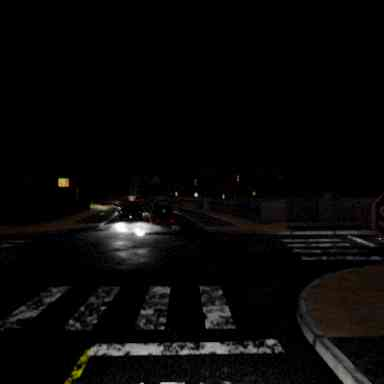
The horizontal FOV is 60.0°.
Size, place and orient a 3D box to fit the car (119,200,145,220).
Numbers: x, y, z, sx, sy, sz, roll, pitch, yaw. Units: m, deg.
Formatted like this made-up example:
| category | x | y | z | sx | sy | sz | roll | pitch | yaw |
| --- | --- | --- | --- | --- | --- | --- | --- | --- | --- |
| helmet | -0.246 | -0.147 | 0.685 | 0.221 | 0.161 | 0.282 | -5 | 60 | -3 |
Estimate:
| category | x | y | z | sx | sy | sz | roll | pitch | yaw |
| --- | --- | --- | --- | --- | --- | --- | --- | --- | --- |
| car | -5.138 | 1.654 | 28.269 | 1.895 | 1.301 | 4.718 | 0 | 0 | -8 |

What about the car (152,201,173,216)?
| category | x | y | z | sx | sy | sz | roll | pitch | yaw |
| --- | --- | --- | --- | --- | --- | --- | --- | --- | --- |
| car | -3.039 | 1.593 | 33.728 | 1.812 | 1.442 | 4.674 | 0 | 0 | -10 |

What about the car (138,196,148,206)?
| category | x | y | z | sx | sy | sz | roll | pitch | yaw |
| --- | --- | --- | --- | --- | --- | --- | --- | --- | --- |
| car | -9.335 | 1.575 | 59.698 | 2.097 | 1.767 | 4.553 | 0 | 0 | -17 |

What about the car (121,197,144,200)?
| category | x | y | z | sx | sy | sz | roll | pitch | yaw |
| --- | --- | --- | --- | --- | --- | --- | --- | --- | --- |
| car | -7.156 | 1.677 | 39.650 | 1.994 | 1.385 | 4.181 | 0 | 0 | -12 |
